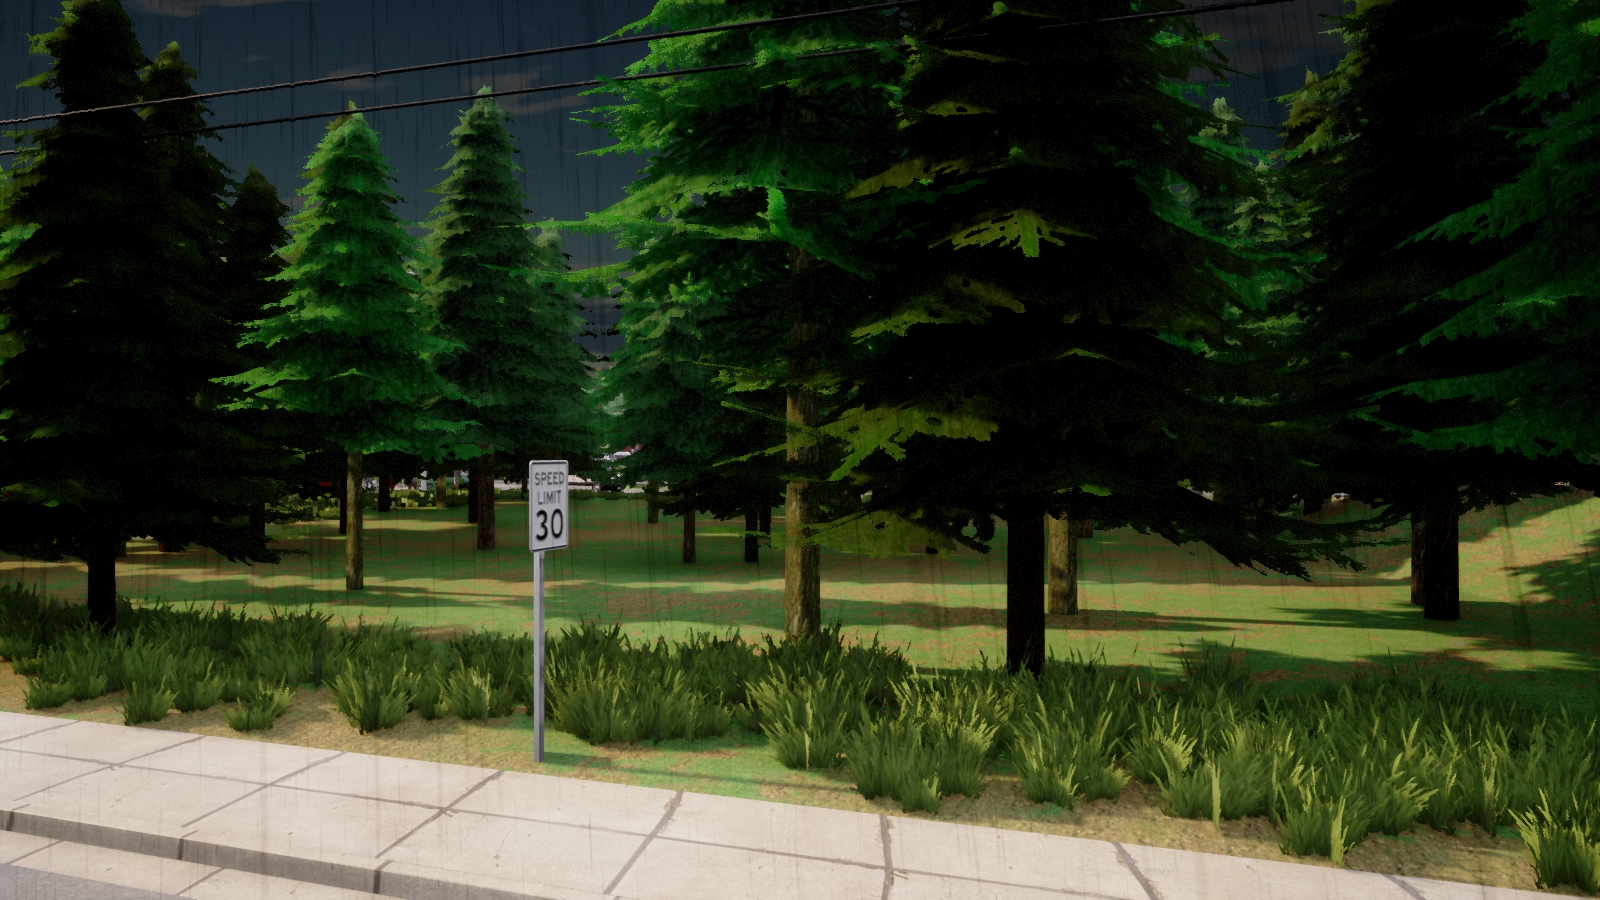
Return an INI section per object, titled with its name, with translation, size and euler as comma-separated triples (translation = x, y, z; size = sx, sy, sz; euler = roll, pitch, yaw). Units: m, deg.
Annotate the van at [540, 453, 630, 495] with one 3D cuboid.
[van]
translation = -13.883, 1.508, 73.669
size = 5.915, 2.561, 1.988
euler = 0, 0, 33
